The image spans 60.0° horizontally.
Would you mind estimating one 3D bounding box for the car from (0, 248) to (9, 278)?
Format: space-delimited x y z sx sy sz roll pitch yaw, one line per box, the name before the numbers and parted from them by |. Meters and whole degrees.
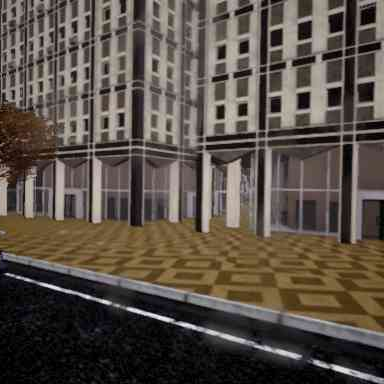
car | -6.842 1.574 8.569 5.357 1.411 2.033 0 0 35
